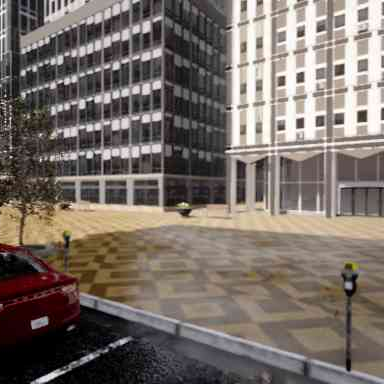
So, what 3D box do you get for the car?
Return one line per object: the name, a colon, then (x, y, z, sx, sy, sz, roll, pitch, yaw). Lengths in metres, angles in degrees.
car: (-3.765, 1.535, 5.553, 4.507, 1.381, 1.887, 0, 0, 35)
